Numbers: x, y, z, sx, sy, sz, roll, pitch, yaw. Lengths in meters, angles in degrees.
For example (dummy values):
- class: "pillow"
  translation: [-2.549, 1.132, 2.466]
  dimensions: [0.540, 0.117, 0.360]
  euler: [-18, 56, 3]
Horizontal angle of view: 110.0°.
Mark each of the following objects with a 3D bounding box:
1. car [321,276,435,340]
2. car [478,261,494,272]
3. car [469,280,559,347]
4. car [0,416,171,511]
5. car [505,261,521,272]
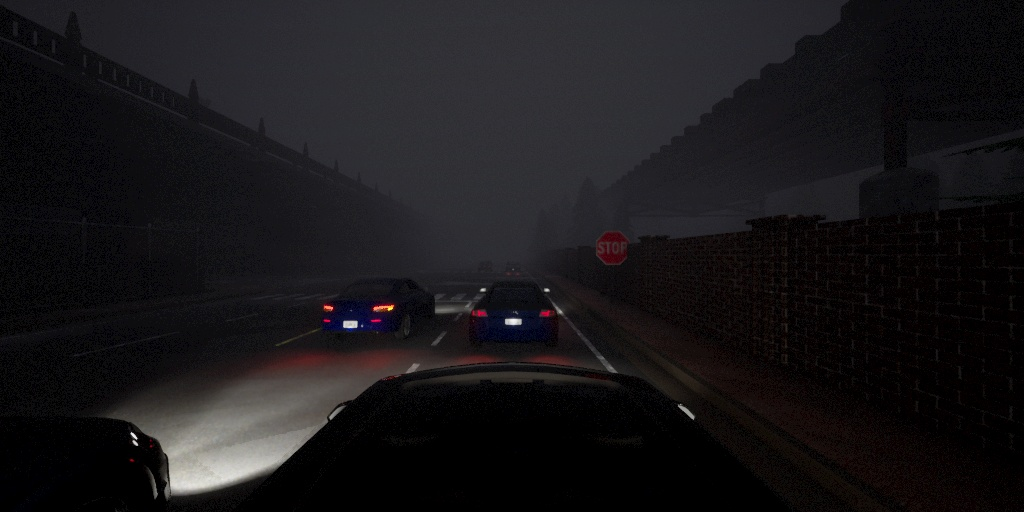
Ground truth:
- class: "car"
  translation: [-3.410, 1.276, 9.859]
  dimensions: [1.812, 1.442, 4.674]
  euler: [0, 0, 0]
- class: "car"
  translation: [-3.380, 1.297, 45.981]
  dimensions: [2.033, 1.411, 5.357]
  euler: [0, 0, -1]
- class: "car"
  translation: [0.072, 1.314, 9.335]
  dimensions: [1.994, 1.385, 4.181]
  euler: [0, 0, 1]
- class: "car"
  translation: [-3.399, 1.314, 0.763]
  dimensions: [1.994, 1.385, 4.181]
  euler: [0, 0, 0]
- class: "car"
  translation: [0.115, 1.351, 46.149]
  dimensions: [1.895, 1.301, 4.718]
  euler: [0, 0, -1]
